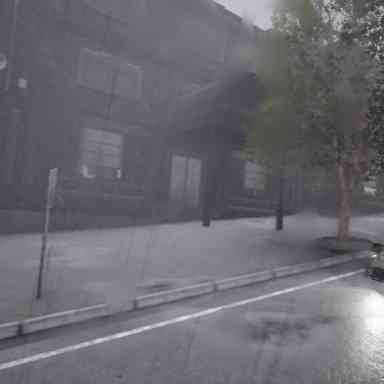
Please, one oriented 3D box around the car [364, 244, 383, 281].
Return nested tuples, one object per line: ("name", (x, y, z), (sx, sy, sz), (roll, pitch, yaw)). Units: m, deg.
("car", (6.239, 1.559, 8.441), (4.181, 1.385, 1.994), (0, 0, -35))
